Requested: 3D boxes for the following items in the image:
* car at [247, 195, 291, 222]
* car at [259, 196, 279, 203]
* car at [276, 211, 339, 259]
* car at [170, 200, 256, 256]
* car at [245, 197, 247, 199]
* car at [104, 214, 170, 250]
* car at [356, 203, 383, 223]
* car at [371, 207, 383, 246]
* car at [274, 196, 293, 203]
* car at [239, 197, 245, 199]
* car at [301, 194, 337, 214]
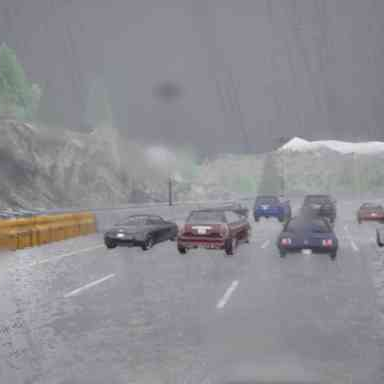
[{"bbox_3d":[6.498,1.253,26.702,2.150,2.045,5.566,-1,0,26],"label":"car"},{"bbox_3d":[16.905,1.653,72.708,2.033,1.411,5.357,-1,0,41],"label":"car"},{"bbox_3d":[4.380,1.594,12.596,1.895,1.301,4.718,-1,0,20],"label":"car"},{"bbox_3d":[1.076,1.411,13.756,2.097,1.767,4.553,-1,-1,20],"label":"car"},{"bbox_3d":[14.451,1.726,75.222,1.994,1.385,4.181,-1,0,41],"label":"car"},{"bbox_3d":[-2.141,1.693,15.125,1.994,1.385,4.181,-1,0,20],"label":"car"},{"bbox_3d":[12.948,1.466,23.926,1.994,1.385,4.181,-1,0,26],"label":"car"},{"bbox_3d":[7.779,1.451,11.678,1.812,1.442,4.674,-1,0,20],"label":"car"},{"bbox_3d":[19.350,1.554,70.204,1.837,1.490,4.892,-1,0,41],"label":"car"},{"bbox_3d":[11.986,1.828,77.703,1.895,1.301,4.718,-1,0,41],"label":"car"},{"bbox_3d":[9.652,1.186,25.184,2.150,2.045,5.566,-1,0,26],"label":"car"}]
